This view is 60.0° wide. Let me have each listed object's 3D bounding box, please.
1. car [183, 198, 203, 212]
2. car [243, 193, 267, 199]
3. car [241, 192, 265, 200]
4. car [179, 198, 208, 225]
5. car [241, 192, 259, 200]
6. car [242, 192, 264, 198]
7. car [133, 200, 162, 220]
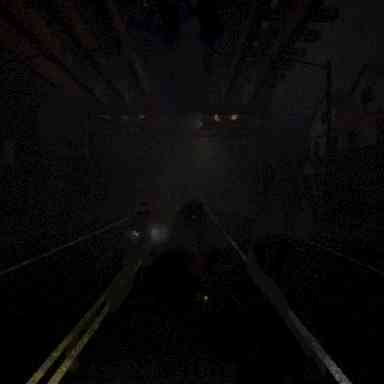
[{"bbox_3d":[0.115,1.408,37.455,2.033,1.411,5.357,0,1,0],"label":"car"},{"bbox_3d":[13.337,0.750,70.501,4.536,1.218,1.853,0,1,-20],"label":"car"},{"bbox_3d":[13.617,0.855,74.643,4.974,1.542,2.038,0,1,25],"label":"car"},{"bbox_3d":[0.109,1.431,23.813,1.882,1.535,5.008,0,0,0],"label":"car"},{"bbox_3d":[13.289,0.908,70.485,4.974,1.542,2.038,0,1,-20],"label":"car"},{"bbox_3d":[13.664,0.698,74.619,4.536,1.218,1.853,0,1,25],"label":"car"},{"bbox_3d":[-3.590,1.412,27.559,1.882,1.535,5.008,0,0,0],"label":"car"}]
